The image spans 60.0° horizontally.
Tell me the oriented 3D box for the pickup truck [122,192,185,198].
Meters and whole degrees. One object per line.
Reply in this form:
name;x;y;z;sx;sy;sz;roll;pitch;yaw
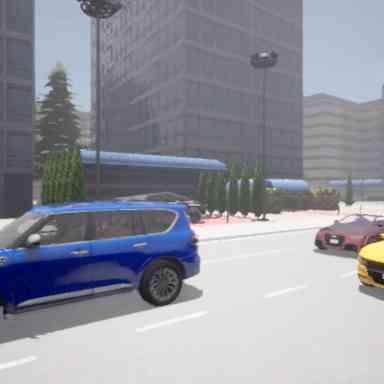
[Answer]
pickup truck;-2.142;1.050;22.759;6.274;2.098;2.390;0;0;-5

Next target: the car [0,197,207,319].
car;-2.401;1.223;6.515;5.566;2.045;2.150;0;0;-35

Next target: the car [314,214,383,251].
car;6.639;1.554;12.906;4.181;1.385;1.994;0;0;-36

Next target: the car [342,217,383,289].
car;6.045;1.470;8.195;5.008;1.535;1.882;0;0;-35
